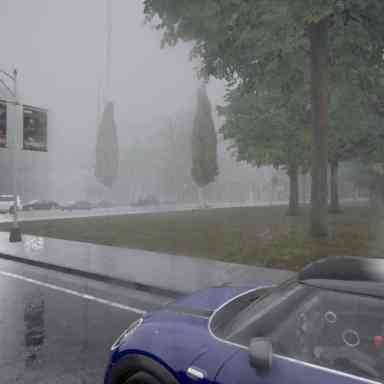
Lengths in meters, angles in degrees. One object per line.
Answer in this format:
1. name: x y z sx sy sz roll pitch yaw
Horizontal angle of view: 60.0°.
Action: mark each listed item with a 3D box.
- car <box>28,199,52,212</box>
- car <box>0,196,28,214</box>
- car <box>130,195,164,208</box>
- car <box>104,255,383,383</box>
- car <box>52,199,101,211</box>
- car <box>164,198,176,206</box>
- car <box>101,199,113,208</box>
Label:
1. car: -19.832 1.695 43.092 1.882 1.535 5.008 0 0 35
2. car: -21.133 1.399 35.564 2.150 2.045 5.566 0 0 34
3. car: -7.686 1.536 54.774 2.150 2.045 5.566 0 -1 36
4. car: 1.370 1.352 2.711 4.553 1.767 2.097 0 0 35
5. car: -15.176 1.778 44.084 2.033 1.411 5.357 0 0 35
6. car: -5.096 1.881 64.046 2.128 1.511 4.902 0 -1 35
7. car: -14.156 1.836 51.215 1.994 1.385 4.181 0 0 35
